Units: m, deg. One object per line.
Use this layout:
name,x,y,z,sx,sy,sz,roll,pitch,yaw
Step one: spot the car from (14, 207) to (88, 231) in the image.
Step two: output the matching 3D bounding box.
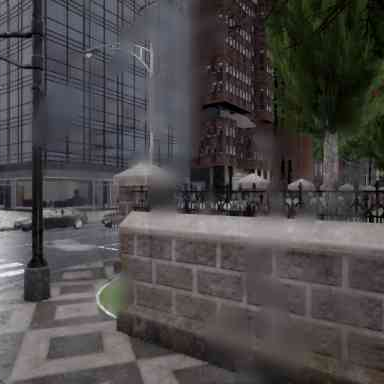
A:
car,-8.431,1.631,20.209,2.008,1.369,4.403,0,-1,36

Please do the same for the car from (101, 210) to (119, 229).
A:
car,-3.777,1.613,22.107,1.837,1.490,4.892,0,-1,36
